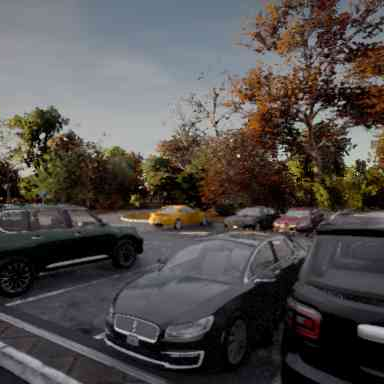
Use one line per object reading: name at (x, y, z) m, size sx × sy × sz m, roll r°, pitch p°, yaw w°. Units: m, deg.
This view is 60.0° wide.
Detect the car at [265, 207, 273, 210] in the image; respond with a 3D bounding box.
car at (6.007, 1.584, 18.224) m, size 2.002 × 1.452 × 4.674 m, roll -1°, pitch -1°, yaw 36°

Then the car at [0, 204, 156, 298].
car at (-3.853, 1.334, 9.225) m, size 2.435 × 2.045 × 5.566 m, roll -1°, pitch -1°, yaw 36°

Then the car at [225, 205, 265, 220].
car at (3.740, 1.585, 19.846) m, size 2.097 × 1.535 × 5.008 m, roll -1°, pitch -1°, yaw 36°

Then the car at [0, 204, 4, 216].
car at (-26.528, 2.330, 41.462) m, size 2.097 × 1.535 × 5.008 m, roll -1°, pitch -1°, yaw 36°

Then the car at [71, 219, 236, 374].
car at (0.699, 1.503, 5.949) m, size 2.231 × 1.521 × 4.892 m, roll -1°, pitch -1°, yaw 35°

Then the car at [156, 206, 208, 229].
car at (-0.797, 1.681, 23.073) m, size 2.097 × 1.535 × 5.008 m, roll -1°, pitch -1°, yaw 36°

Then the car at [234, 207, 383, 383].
car at (2.994, 1.216, 4.341) m, size 2.435 × 2.045 × 5.566 m, roll -1°, pitch -1°, yaw 35°
